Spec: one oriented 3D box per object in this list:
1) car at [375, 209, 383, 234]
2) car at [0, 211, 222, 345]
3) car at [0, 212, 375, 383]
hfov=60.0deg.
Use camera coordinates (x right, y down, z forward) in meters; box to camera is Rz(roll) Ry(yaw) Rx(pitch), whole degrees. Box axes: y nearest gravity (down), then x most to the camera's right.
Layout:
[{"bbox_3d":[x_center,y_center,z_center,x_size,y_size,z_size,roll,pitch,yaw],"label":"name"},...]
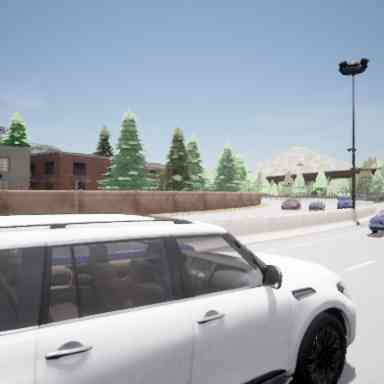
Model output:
[{"bbox_3d":[11.967,1.698,19.536,2.033,1.411,5.357,0,-1,42],"label":"car"},{"bbox_3d":[-1.774,1.397,7.033,4.553,1.767,2.097,0,-1,-37],"label":"car"},{"bbox_3d":[-0.542,1.245,3.514,5.566,2.045,2.150,0,0,-36],"label":"car"}]
